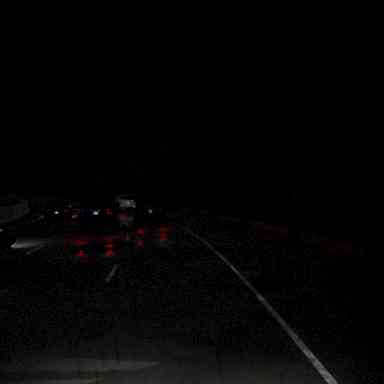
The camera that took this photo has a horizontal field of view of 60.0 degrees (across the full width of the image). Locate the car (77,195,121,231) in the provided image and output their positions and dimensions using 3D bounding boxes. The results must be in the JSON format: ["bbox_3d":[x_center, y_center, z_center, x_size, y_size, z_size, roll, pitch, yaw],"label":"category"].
[{"bbox_3d":[-5.856,1.276,21.077,2.150,2.045,5.566,0,0,-11],"label":"car"}]

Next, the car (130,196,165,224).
[{"bbox_3d":[-3.437,1.410,25.696,2.097,1.767,4.553,0,0,-13],"label":"car"}]

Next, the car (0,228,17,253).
[{"bbox_3d":[-7.682,1.589,10.847,2.033,1.411,5.357,0,0,-7],"label":"car"}]

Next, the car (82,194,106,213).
[{"bbox_3d":[-11.927,1.328,40.250,2.150,2.045,5.566,0,0,-24],"label":"car"}]

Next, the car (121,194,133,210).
[{"bbox_3d":[-8.350,1.319,40.712,2.150,2.045,5.566,0,0,-22],"label":"car"}]

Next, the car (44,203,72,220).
[{"bbox_3d":[-11.541,1.649,28.837,1.994,1.385,4.181,0,0,-17],"label":"car"}]
